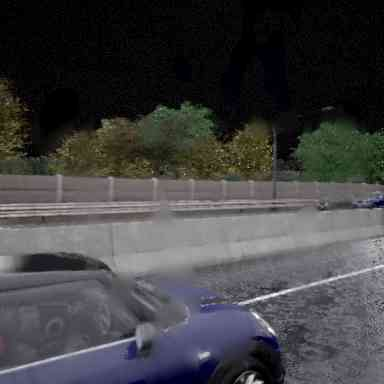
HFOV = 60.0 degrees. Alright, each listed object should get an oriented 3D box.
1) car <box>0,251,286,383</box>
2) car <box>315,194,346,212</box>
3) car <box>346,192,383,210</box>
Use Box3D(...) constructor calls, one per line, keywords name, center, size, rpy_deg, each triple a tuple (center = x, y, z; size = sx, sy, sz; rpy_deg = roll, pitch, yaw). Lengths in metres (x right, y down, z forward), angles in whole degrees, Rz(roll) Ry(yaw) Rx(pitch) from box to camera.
Box3D(name="car", center=(-1.247, 1.353, 2.980), size=(4.553, 1.767, 2.097), rpy_deg=(0, 0, -35))
Box3D(name="car", center=(15.992, 1.263, 36.775), size=(5.566, 2.045, 2.150), rpy_deg=(0, 0, -35))
Box3D(name="car", center=(18.813, 0.979, 34.473), size=(5.566, 2.045, 2.150), rpy_deg=(0, 0, -35))
